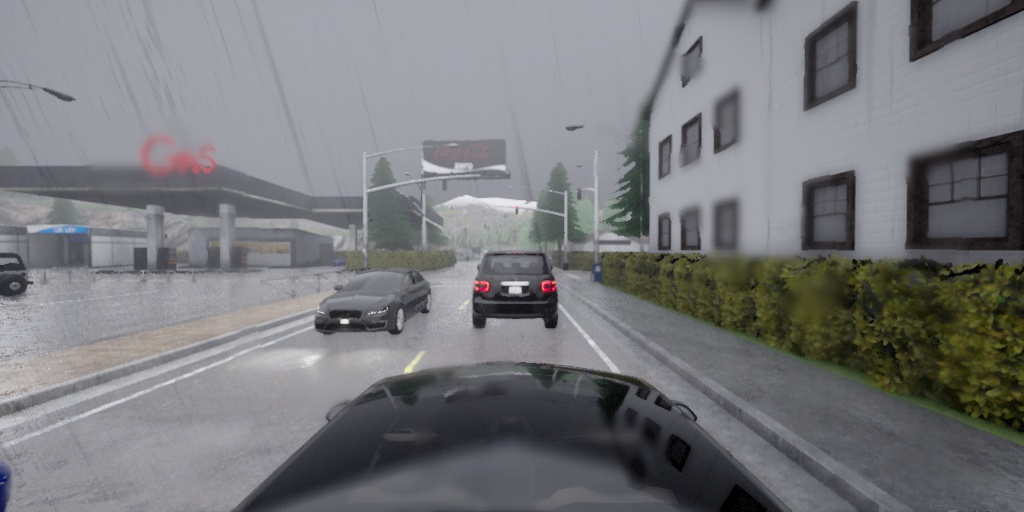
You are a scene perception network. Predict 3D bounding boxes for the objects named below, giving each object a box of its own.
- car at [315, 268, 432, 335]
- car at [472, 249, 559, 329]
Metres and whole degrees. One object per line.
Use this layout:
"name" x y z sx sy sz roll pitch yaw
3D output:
"car" -3.575 1.116 10.115 1.837 1.490 4.892 0 1 0
"car" 0.085 0.821 10.818 2.150 2.045 5.566 0 1 0
